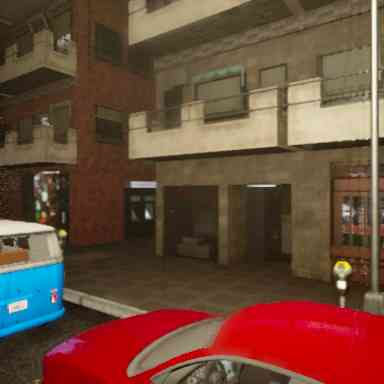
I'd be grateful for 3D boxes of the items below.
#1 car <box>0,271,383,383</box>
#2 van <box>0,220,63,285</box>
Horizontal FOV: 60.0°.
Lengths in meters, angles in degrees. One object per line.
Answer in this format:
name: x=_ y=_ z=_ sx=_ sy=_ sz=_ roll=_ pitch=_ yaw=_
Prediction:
car: x=0.682 y=1.544 z=2.391 sx=4.507 sy=1.381 sz=1.887 roll=0 pitch=0 yaw=35
van: x=-3.902 y=1.338 z=5.661 sx=3.998 sy=1.788 sz=1.690 roll=0 pitch=0 yaw=35
